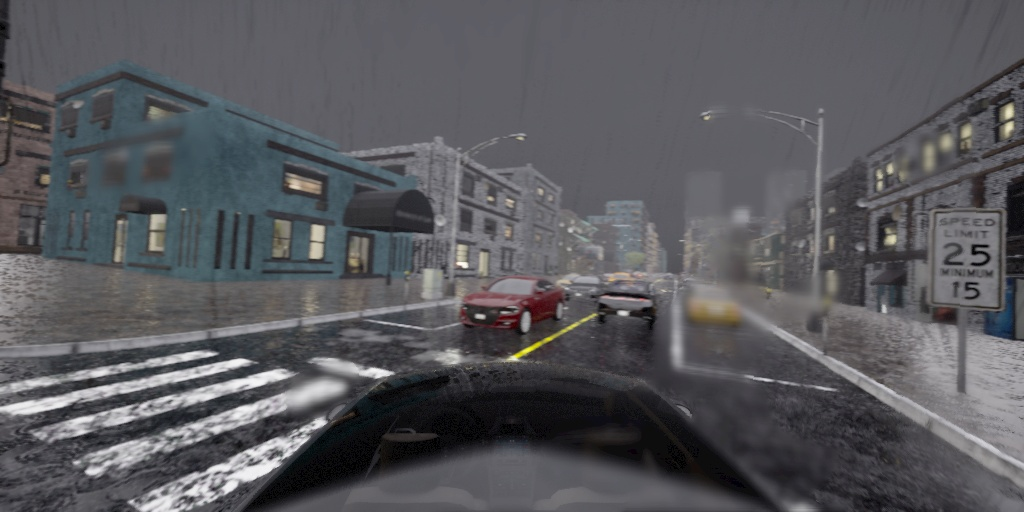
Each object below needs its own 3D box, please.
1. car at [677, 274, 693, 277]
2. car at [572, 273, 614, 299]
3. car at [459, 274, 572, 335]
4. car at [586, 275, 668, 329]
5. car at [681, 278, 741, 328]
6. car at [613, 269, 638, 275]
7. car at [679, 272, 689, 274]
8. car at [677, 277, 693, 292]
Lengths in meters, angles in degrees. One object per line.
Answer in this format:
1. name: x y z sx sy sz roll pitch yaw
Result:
1. car: 16.872 2.731 34.082 2.007 1.370 4.403 0 0 25
2. car: 4.378 1.813 20.534 1.812 1.442 4.674 2 -1 24
3. car: 0.227 1.375 11.459 1.882 1.535 5.008 2 -1 25
4. car: 4.414 1.630 13.176 2.128 1.511 4.902 2 -1 25
5. car: 7.769 1.842 14.114 1.751 1.417 4.829 0 0 25
6. car: 9.998 2.294 32.841 1.882 1.535 5.008 2 0 25
7. car: 21.460 3.053 44.144 1.967 1.591 4.097 0 0 25
8. car: 9.992 2.083 18.990 2.007 1.370 4.403 0 0 25
